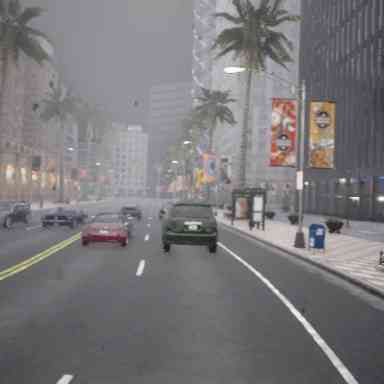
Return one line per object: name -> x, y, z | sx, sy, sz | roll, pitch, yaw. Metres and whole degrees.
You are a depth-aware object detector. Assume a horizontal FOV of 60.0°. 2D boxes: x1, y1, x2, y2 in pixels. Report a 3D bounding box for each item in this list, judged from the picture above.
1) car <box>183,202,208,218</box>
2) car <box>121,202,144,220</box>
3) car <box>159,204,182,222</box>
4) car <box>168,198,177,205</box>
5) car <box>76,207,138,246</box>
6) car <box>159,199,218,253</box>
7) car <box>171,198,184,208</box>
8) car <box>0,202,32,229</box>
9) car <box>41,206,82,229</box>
car -> 0.309, 1.972, 37.022 | 2.231, 1.521, 4.892 | 2, -1, -6
car -> -5.536, 1.712, 30.573 | 1.837, 1.490, 4.892 | 2, 0, -6
car -> -2.084, 1.898, 31.176 | 1.994, 1.385, 4.181 | 2, -1, -6
car -> -5.167, 2.475, 88.032 | 2.161, 1.482, 4.786 | 2, -1, -6
car -> -3.849, 1.637, 15.747 | 1.994, 1.385, 4.181 | 2, -1, -6
car -> -0.234, 1.409, 14.937 | 2.150, 2.045, 5.566 | 2, 0, -6
car -> -2.992, 2.109, 66.211 | 2.185, 1.767, 4.553 | 2, -1, -6
car -> -11.531, 1.361, 20.558 | 2.128, 1.511, 4.902 | 2, -1, -6
car -> -8.123, 1.600, 21.556 | 1.895, 1.301, 4.718 | 2, -1, -6
